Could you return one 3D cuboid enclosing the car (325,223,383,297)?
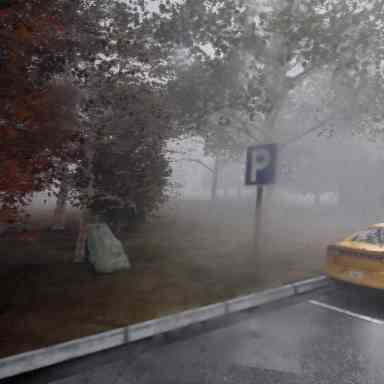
[{"bbox_3d":[5.239,1.443,7.793,5.008,1.535,2.097,0,0,-33],"label":"car"}]
